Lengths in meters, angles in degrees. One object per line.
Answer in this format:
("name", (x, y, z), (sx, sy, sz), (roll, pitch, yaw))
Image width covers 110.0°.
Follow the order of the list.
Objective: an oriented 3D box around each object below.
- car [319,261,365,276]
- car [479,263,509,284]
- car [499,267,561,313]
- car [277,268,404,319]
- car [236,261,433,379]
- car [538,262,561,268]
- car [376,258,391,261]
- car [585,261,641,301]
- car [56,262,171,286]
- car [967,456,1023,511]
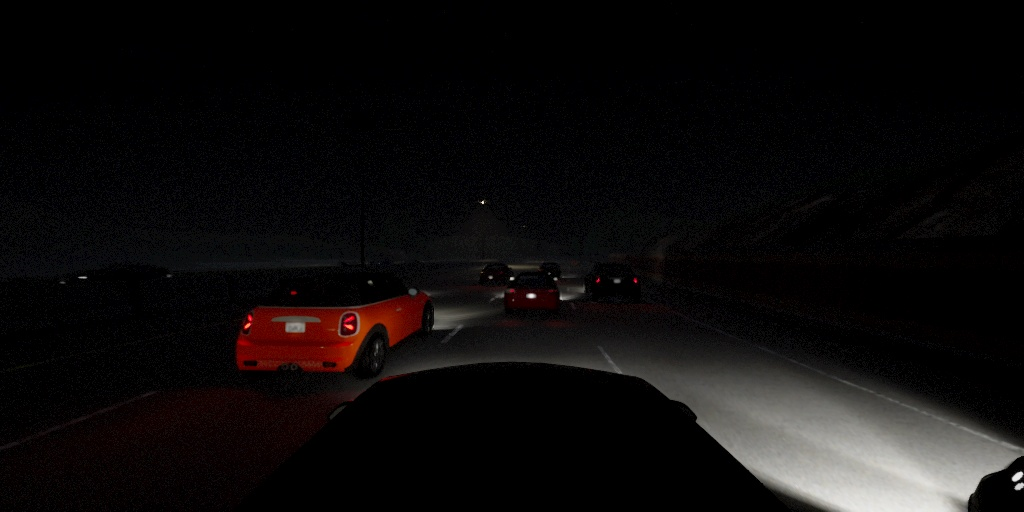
("car", (-17.301, 1.243, 36.835), (1.895, 1.301, 4.718), (0, 0, 9))
("car", (-1.074, 1.235, 26.166), (1.812, 1.442, 4.674), (0, 0, 9))
("car", (0.831, 1.298, 13.917), (1.994, 1.385, 4.181), (0, 0, 5))
("car", (-6.244, 1.259, 14.014), (2.033, 1.411, 5.357), (0, 0, 5))
("car", (-3.143, 1.083, 7.473), (2.097, 1.767, 4.553), (0, 0, 2))
("car", (3.255, 1.241, 31.199), (1.812, 1.442, 4.674), (0, 0, 9))
("car", (-20.989, 1.122, 57.534), (1.882, 1.535, 5.008), (0, 0, 9))
("car", (4.744, 1.093, 17.441), (2.097, 1.767, 4.553), (0, 0, 7))
("car", (-23.210, 1.139, 21.171), (2.128, 1.511, 4.902), (0, 0, 7))
("car", (3.681, 1.328, 0.310), (1.994, 1.385, 4.181), (0, 0, 0))
